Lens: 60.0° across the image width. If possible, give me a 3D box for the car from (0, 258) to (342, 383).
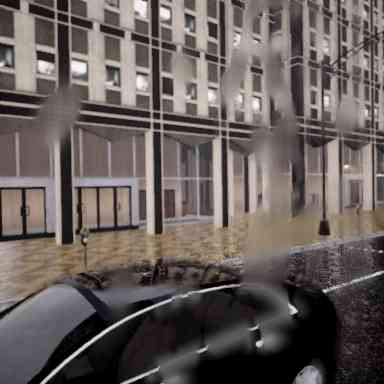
[{"bbox_3d":[-0.633,1.483,2.924,4.892,1.490,1.837,-1,1,-35],"label":"car"}]
